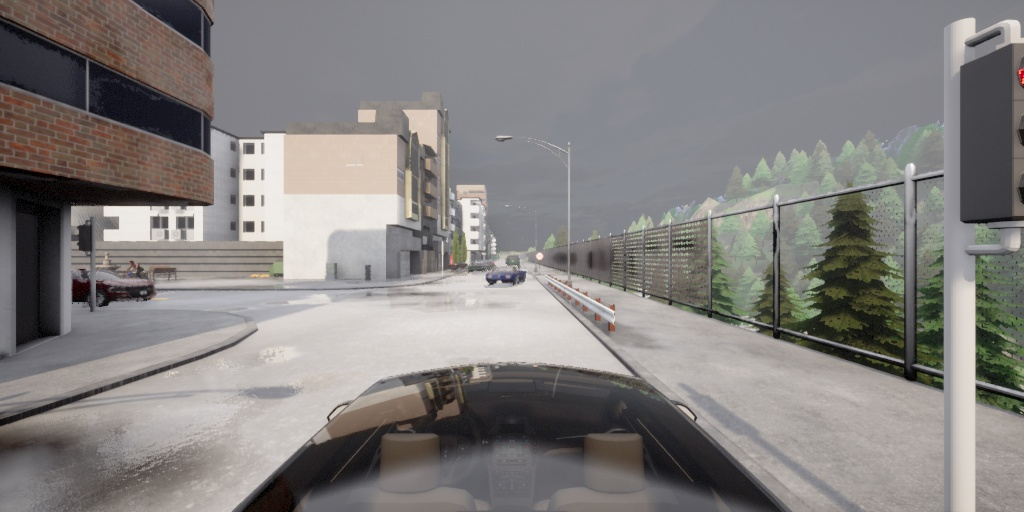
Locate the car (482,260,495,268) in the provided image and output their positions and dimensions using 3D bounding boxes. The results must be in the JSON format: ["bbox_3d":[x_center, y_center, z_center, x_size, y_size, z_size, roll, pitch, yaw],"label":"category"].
[{"bbox_3d":[-4.051,1.350,61.888,1.895,1.301,4.718,0,0,0],"label":"car"}]

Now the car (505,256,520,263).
[{"bbox_3d":[0.103,0.966,57.009,2.150,2.045,5.566,0,-1,0],"label":"car"}]

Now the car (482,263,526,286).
[{"bbox_3d":[-0.298,1.350,25.008,1.895,1.301,4.718,0,0,14],"label":"car"}]

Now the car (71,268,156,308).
[{"bbox_3d":[-17.571,1.228,14.659,5.008,1.535,1.882,0,0,0],"label":"car"}]

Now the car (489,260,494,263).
[{"bbox_3d":[-4.087,1.241,51.752,2.128,1.511,4.902,0,0,0],"label":"car"}]

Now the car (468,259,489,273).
[{"bbox_3d":[-4.093,1.350,42.403,1.895,1.301,4.718,0,0,0],"label":"car"}]

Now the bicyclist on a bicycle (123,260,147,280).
[{"bbox_3d":[-24.281,1.099,23.054,0.582,1.620,1.656,0,0,0],"label":"bicyclist on a bicycle"}]
